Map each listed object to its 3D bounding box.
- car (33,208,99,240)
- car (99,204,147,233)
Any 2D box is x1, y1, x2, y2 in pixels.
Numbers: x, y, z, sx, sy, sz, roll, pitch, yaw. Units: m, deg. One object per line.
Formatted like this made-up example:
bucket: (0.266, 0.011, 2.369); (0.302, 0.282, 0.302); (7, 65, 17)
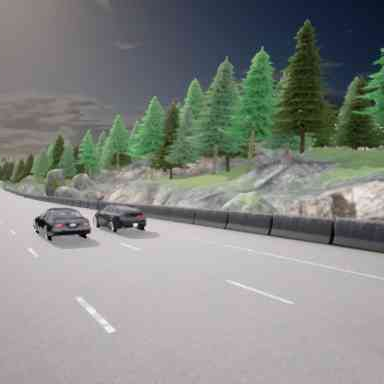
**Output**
car: (-6.689, 1.519, 16.869); (2.033, 1.411, 5.357); (0, 0, -33)
car: (-4.343, 1.478, 19.668); (1.837, 1.490, 4.892); (0, 0, -33)
